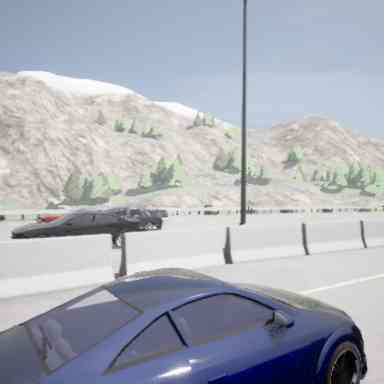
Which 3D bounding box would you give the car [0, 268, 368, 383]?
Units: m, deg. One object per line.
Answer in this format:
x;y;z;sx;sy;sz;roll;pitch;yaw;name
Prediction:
0.041;1.584;3.633;4.181;1.385;1.994;1;0;-35;car

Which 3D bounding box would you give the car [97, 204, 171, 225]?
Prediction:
-4.457;1.657;25.937;5.357;1.411;2.033;1;0;-31;car

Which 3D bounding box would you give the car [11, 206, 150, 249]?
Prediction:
-4.489;1.512;13.470;5.008;1.535;1.882;1;0;-33;car

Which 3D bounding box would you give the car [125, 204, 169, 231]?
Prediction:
-3.914;1.573;18.029;4.892;1.490;1.837;1;-1;-32;car

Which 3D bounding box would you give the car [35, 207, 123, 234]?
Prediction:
-6.845;1.653;20.312;4.718;1.301;1.895;1;0;-33;car
